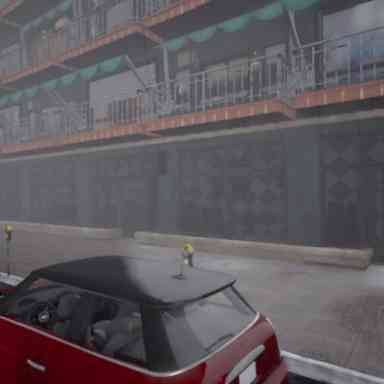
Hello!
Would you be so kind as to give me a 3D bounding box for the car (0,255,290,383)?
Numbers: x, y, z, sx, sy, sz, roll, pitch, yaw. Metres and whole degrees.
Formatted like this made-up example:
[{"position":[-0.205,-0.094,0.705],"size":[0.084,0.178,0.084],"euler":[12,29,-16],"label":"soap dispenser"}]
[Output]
[{"position":[-1.150,1.455,3.690],"size":[4.097,1.590,1.967],"euler":[0,0,35],"label":"car"}]
